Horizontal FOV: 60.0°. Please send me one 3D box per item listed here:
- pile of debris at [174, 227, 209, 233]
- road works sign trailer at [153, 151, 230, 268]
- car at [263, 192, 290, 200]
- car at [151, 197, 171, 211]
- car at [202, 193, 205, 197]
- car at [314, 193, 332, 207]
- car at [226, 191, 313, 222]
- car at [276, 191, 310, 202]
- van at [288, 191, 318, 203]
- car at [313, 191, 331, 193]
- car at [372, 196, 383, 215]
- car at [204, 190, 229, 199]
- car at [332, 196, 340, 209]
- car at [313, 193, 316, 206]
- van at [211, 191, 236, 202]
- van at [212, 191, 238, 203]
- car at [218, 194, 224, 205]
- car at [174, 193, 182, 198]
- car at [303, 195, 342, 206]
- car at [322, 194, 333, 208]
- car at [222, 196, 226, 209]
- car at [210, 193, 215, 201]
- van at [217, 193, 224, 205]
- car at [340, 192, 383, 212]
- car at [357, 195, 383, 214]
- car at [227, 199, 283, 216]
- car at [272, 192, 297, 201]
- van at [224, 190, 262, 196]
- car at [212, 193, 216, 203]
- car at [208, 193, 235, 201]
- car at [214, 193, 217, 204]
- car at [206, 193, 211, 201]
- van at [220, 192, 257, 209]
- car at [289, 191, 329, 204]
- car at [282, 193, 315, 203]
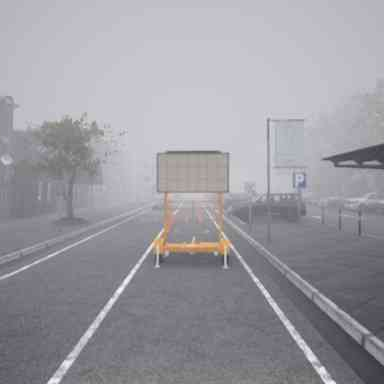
[{"bbox_3d":[-0.016,2.091,18.181,1.860,0.140,1.500,0,0,0],"label":"pile of debris"},{"bbox_3d":[0.036,0.430,11.127,2.380,3.560,2.880,0,0,2],"label":"road works sign trailer"},{"bbox_3d":[18.491,0.872,72.992,5.366,1.575,1.946,0,1,0],"label":"car"},{"bbox_3d":[-3.386,1.296,37.106,1.837,1.490,4.892,0,1,0],"label":"car"},{"bbox_3d":[5.569,0.628,72.560,5.566,2.045,2.435,0,1,0],"label":"car"},{"bbox_3d":[18.934,1.256,42.459,5.366,1.575,1.946,0,0,0],"label":"car"},{"bbox_3d":[5.683,1.119,24.899,5.566,2.045,2.435,0,0,0],"label":"car"},{"bbox_3d":[18.732,0.777,61.887,5.566,2.045,2.435,0,1,0],"label":"car"},{"bbox_3d":[18.833,0.879,56.338,4.442,1.987,1.878,0,1,0],"label":"van"},{"bbox_3d":[18.701,0.925,50.785,5.566,2.045,2.435,0,1,0],"label":"car"},{"bbox_3d":[18.787,1.349,28.577,5.008,1.535,2.097,0,0,0],"label":"car"},{"bbox_3d":[5.563,0.589,75.363,5.566,2.045,2.435,0,1,0],"label":"car"},{"bbox_3d":[18.756,1.301,36.903,4.892,1.521,2.231,0,0,0],"label":"car"},{"bbox_3d":[18.713,1.267,45.230,4.792,1.488,2.163,0,1,0],"label":"car"},{"bbox_3d":[5.741,0.808,61.349,4.442,1.987,1.878,0,1,0],"label":"van"},{"bbox_3d":[5.748,0.847,58.546,4.442,1.987,1.878,0,1,0],"label":"van"},{"bbox_3d":[5.679,1.303,36.114,5.008,1.535,2.097,0,0,0],"label":"car"},{"bbox_3d":[-3.329,0.668,78.568,2.033,1.411,5.357,0,1,0],"label":"car"},{"bbox_3d":[18.764,1.237,48.013,4.792,1.488,2.163,0,1,0],"label":"car"},{"bbox_3d":[18.750,1.280,39.681,5.008,1.535,2.097,0,0,0],"label":"car"},{"bbox_3d":[5.519,1.350,27.704,5.366,1.575,1.946,0,0,0],"label":"car"},{"bbox_3d":[5.657,1.183,50.136,4.892,1.521,2.231,0,1,0],"label":"car"},{"bbox_3d":[5.561,1.060,38.919,4.442,1.987,1.878,0,0,0],"label":"van"},{"bbox_3d":[18.740,1.065,34.127,5.566,2.045,2.435,0,0,0],"label":"car"},{"bbox_3d":[18.781,1.332,31.353,5.008,1.535,2.097,0,0,0],"label":"car"},{"bbox_3d":[5.700,1.377,30.508,4.674,1.452,2.002,0,0,0],"label":"car"},{"bbox_3d":[18.720,0.826,67.441,4.553,1.767,2.185,0,1,0],"label":"car"},{"bbox_3d":[5.808,1.094,33.309,4.442,1.987,1.878,0,0,0],"label":"van"},{"bbox_3d":[5.655,1.254,47.334,4.674,1.452,2.002,0,1,0],"label":"car"},{"bbox_3d":[5.611,0.996,64.155,4.892,1.521,2.231,0,1,0],"label":"car"},{"bbox_3d":[5.694,1.272,44.526,4.792,1.488,2.163,0,0,0],"label":"car"},{"bbox_3d":[5.610,0.860,55.741,5.566,2.045,2.435,0,1,0],"label":"car"},{"bbox_3d":[5.788,1.038,41.721,4.442,1.987,1.878,0,0,0],"label":"van"},{"bbox_3d":[18.751,0.891,53.561,5.566,2.045,2.435,0,1,0],"label":"car"},{"bbox_3d":[18.895,1.063,59.115,5.366,1.575,1.946,0,1,0],"label":"car"}]
